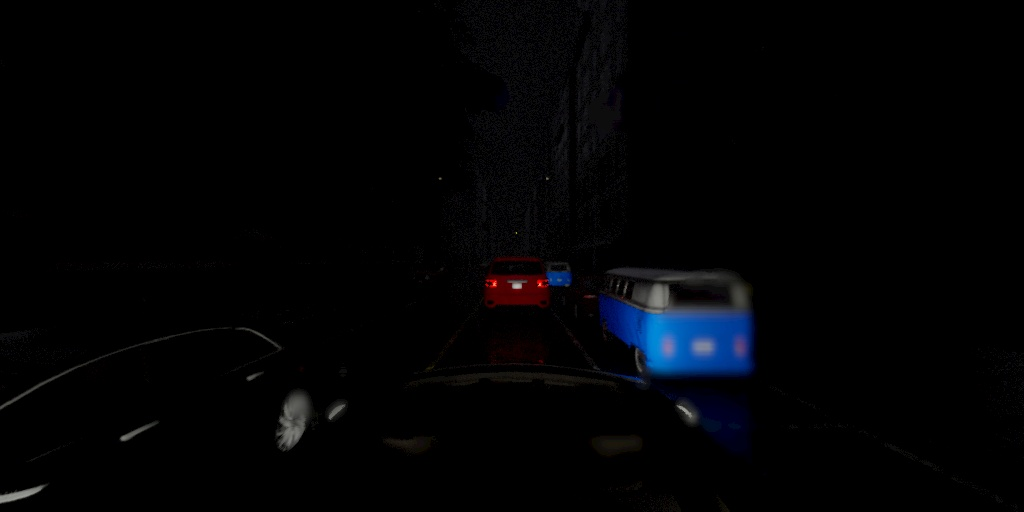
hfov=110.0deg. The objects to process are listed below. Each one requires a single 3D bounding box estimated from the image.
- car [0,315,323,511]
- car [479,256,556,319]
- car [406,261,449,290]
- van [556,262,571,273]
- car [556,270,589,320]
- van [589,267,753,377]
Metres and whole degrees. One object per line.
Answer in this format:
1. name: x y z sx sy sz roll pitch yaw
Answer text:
1. car: -3.105 1.259 2.220 1.837 1.490 4.892 0 0 0
2. car: 0.164 1.063 13.419 2.150 2.045 5.566 0 -1 0
3. car: -5.553 1.249 24.190 2.192 1.841 5.009 0 0 0
4. van: 2.972 1.276 24.183 1.690 1.789 3.998 0 0 0
5. car: 2.910 1.389 12.863 1.888 1.381 4.507 0 0 0
6. van: 2.879 1.138 7.202 1.690 1.789 3.998 0 0 0
